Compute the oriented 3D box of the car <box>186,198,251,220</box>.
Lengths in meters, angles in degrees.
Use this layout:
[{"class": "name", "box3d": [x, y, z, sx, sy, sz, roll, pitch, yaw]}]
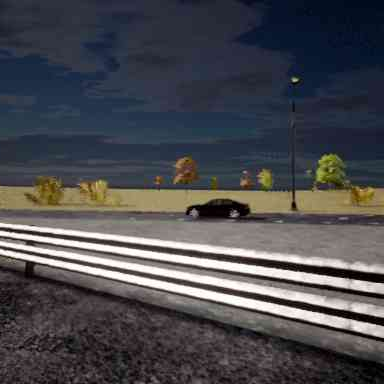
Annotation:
[{"class": "car", "box3d": [1.983, 1.245, 25.542, 5.008, 1.535, 1.882, 0, 0, 16]}]
